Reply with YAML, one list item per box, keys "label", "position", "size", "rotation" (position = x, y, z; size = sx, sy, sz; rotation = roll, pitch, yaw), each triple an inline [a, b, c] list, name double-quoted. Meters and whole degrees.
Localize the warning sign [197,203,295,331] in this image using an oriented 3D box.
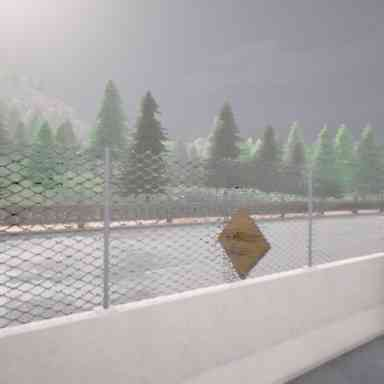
- label: "warning sign"
  position: [0.915, 1.152, 5.813]
  size: [1.060, 1.860, 1.300]
  rotation: [1, 0, -36]
